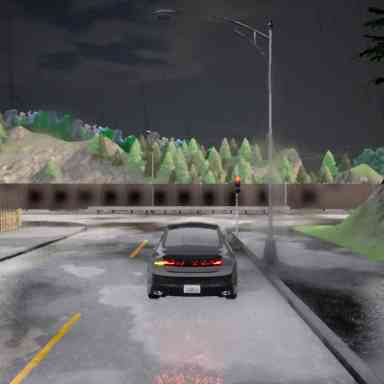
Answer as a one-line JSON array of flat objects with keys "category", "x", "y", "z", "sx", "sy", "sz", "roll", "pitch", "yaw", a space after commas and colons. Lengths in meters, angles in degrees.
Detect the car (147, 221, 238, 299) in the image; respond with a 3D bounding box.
[{"category": "car", "x": 0.025, "y": 1.505, "z": 8.429, "sx": 1.837, "sy": 1.490, "sz": 4.892, "roll": 0, "pitch": 0, "yaw": 1}]
